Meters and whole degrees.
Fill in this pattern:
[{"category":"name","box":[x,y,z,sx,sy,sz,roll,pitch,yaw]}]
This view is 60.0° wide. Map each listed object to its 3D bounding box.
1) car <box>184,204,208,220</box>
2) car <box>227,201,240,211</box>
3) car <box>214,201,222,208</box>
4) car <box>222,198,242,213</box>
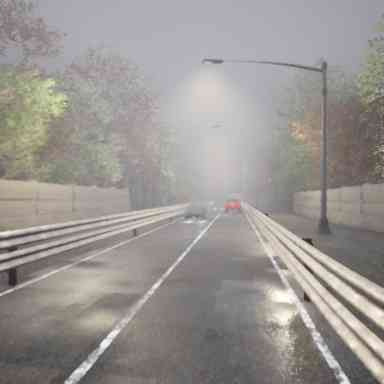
[{"category":"car","box":[0.509,1.905,32.244,2.033,1.411,5.357,0,-1,7]},{"category":"car","box":[7.090,2.314,56.793,2.128,1.511,4.902,0,-1,7]},{"category":"car","box":[5.844,2.637,72.353,1.837,1.490,4.892,0,-2,7]},{"category":"car","box":[5.711,1.824,46.223,2.150,2.045,5.566,0,-1,7]}]
